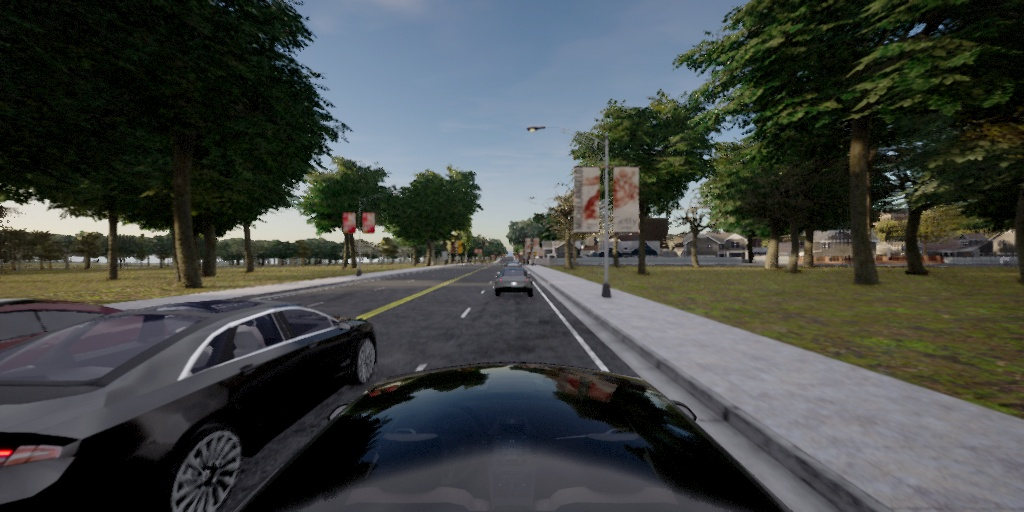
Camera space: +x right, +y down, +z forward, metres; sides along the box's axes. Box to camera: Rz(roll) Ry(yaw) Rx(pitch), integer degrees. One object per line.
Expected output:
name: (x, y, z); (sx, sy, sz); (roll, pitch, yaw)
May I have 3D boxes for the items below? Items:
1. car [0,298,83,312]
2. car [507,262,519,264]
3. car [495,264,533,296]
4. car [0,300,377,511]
car: (-6.598, 1.276, 4.067); (1.812, 1.442, 4.674); (0, 0, 0)
car: (0.100, 1.327, 38.001); (1.812, 1.442, 4.674); (0, 0, 0)
car: (0.100, 1.330, 19.557); (1.994, 1.385, 4.181); (0, 0, 0)
car: (-3.150, 1.242, 4.065); (2.128, 1.511, 4.902); (0, 0, 0)
